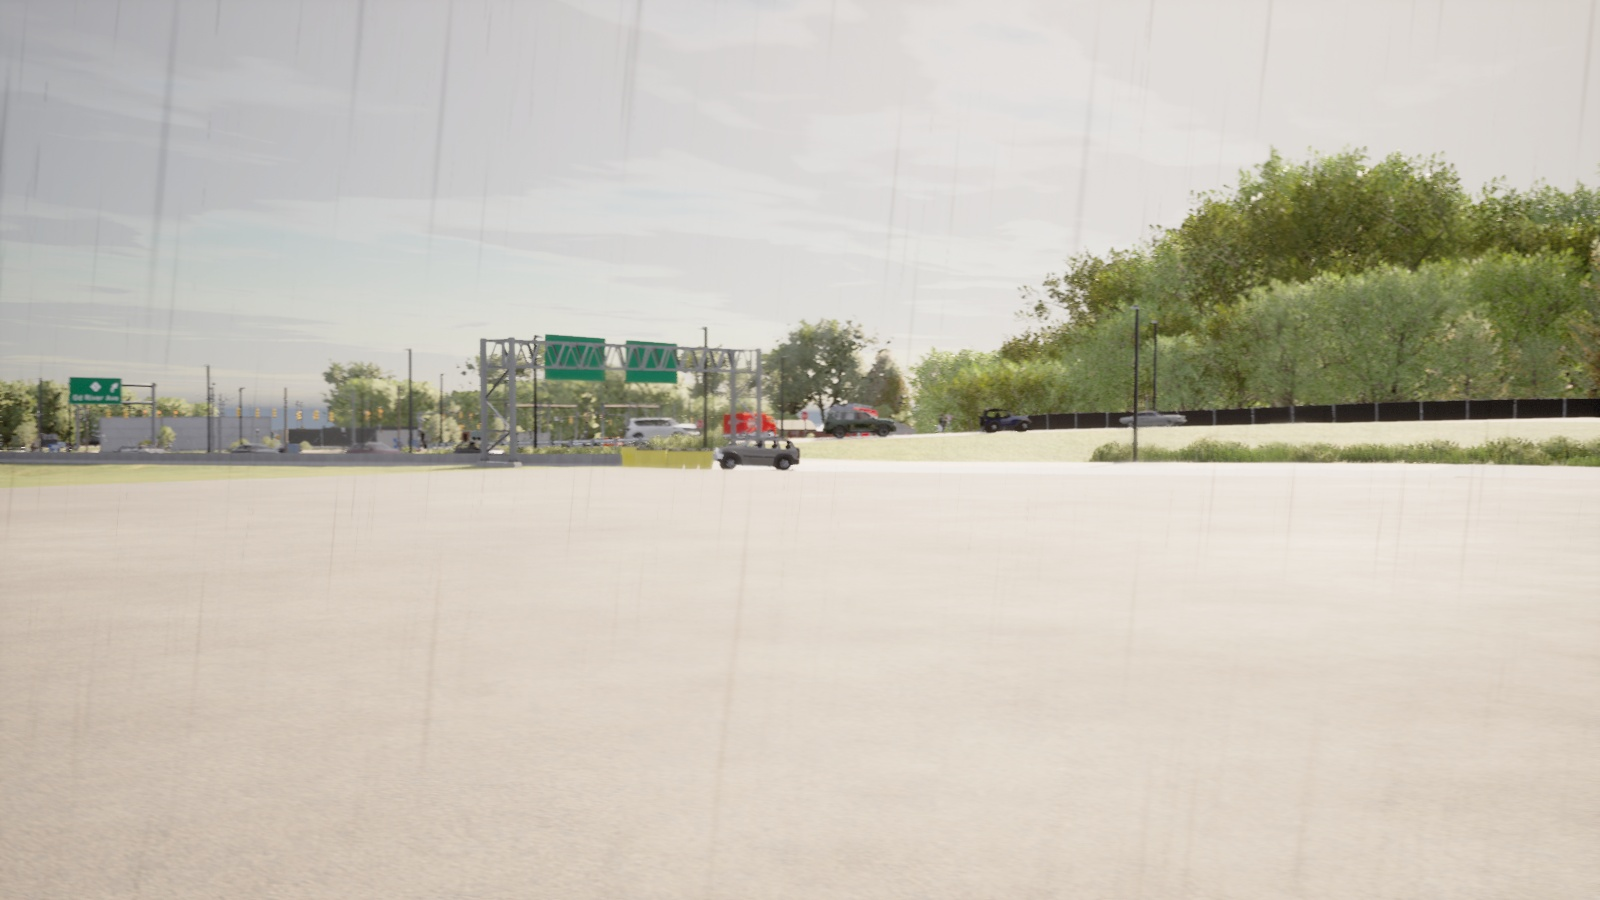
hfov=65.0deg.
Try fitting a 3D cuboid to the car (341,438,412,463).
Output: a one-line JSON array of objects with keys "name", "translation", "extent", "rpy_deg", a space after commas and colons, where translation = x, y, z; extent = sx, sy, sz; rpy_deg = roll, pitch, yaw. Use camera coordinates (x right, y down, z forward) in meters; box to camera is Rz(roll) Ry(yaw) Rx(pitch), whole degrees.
[{"name": "car", "translation": [-28.958, 0.021, 85.871], "extent": [4.856, 1.649, 2.033], "rpy_deg": [0, 1, 33]}]

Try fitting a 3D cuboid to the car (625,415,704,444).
[{"name": "car", "translation": [-10.332, -1.557, 95.707], "extent": [5.566, 2.045, 2.150], "rpy_deg": [-1, 1, 16]}]

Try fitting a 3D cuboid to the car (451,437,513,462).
[{"name": "car", "translation": [-21.564, -0.043, 85.180], "extent": [3.988, 1.617, 1.851], "rpy_deg": [0, 1, 33]}]

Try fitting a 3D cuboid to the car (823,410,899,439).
[{"name": "car", "translation": [4.563, -1.926, 94.537], "extent": [5.566, 2.045, 2.150], "rpy_deg": [-2, 2, -1]}]

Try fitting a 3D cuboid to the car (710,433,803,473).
[{"name": "car", "translation": [-2.296, 0.174, 66.058], "extent": [4.605, 1.855, 1.932], "rpy_deg": [3, -1, -9]}]

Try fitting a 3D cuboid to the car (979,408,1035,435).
[{"name": "car", "translation": [15.636, -2.155, 94.873], "extent": [3.866, 1.878, 1.905], "rpy_deg": [-2, 1, -1]}]
